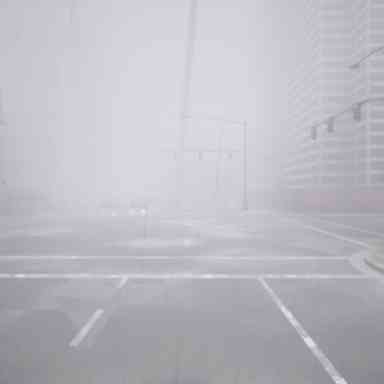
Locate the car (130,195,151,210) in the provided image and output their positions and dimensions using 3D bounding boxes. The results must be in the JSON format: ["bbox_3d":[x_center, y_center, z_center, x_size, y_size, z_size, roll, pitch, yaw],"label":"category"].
[{"bbox_3d":[-6.965,1.523,44.088,1.812,1.442,4.674,0,0,0],"label":"car"}]

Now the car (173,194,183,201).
[{"bbox_3d":[-3.275,1.351,80.381,2.128,1.511,4.902,0,0,0],"label":"car"}]

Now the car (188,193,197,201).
[{"bbox_3d":[0.225,1.182,80.341,2.097,1.767,4.553,0,0,0],"label":"car"}]

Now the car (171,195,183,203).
[{"bbox_3d":[-3.304,1.514,70.097,2.128,1.511,4.902,0,0,0],"label":"car"}]

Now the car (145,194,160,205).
[{"bbox_3d":[-6.868,1.501,60.162,1.837,1.490,4.892,0,0,1],"label":"car"}]

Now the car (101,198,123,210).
[{"bbox_3d":[-10.464,1.544,43.915,2.033,1.411,5.357,0,0,0],"label":"car"}]

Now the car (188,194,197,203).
[{"bbox_3d":[0.196,1.529,70.087,2.033,1.411,5.357,0,0,0],"label":"car"}]
